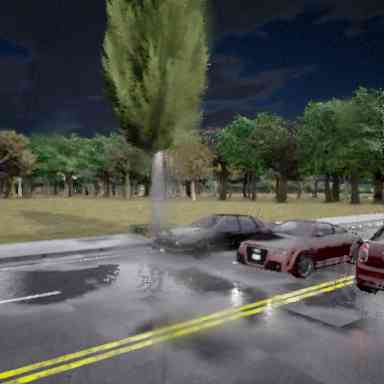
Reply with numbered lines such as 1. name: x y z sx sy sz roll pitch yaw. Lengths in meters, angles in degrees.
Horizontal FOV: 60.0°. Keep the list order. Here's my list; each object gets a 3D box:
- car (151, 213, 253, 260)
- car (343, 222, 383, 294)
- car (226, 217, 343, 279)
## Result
1. car: 1.184 1.530 12.514 5.357 1.411 2.033 0 0 -35
2. car: 5.730 1.333 7.525 4.553 1.767 2.097 0 0 -36
3. car: 3.343 1.546 10.060 4.181 1.385 1.994 0 0 -36
